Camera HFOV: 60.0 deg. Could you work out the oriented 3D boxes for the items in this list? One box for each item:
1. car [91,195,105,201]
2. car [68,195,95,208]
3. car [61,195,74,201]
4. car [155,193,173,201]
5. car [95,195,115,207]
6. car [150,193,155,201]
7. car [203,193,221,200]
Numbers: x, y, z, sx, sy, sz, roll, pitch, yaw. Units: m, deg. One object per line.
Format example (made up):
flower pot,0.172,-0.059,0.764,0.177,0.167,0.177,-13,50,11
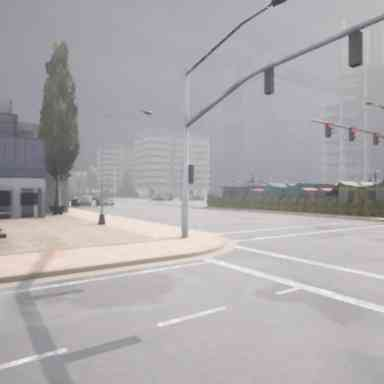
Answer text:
car,-22.068,1.384,77.766,1.837,1.490,4.892,0,0,-34
car,-16.449,1.377,49.540,2.097,1.767,4.553,0,0,-32
car,-32.530,1.518,86.891,1.882,1.535,5.008,0,0,-35
car,-6.217,1.223,79.671,3.866,1.878,1.905,0,0,-34
car,-13.449,1.523,51.345,2.128,1.511,4.902,0,0,-32
car,-7.791,1.221,82.101,4.605,1.855,1.932,0,0,-34
car,4.786,1.222,63.423,3.866,1.878,1.905,0,0,-34
